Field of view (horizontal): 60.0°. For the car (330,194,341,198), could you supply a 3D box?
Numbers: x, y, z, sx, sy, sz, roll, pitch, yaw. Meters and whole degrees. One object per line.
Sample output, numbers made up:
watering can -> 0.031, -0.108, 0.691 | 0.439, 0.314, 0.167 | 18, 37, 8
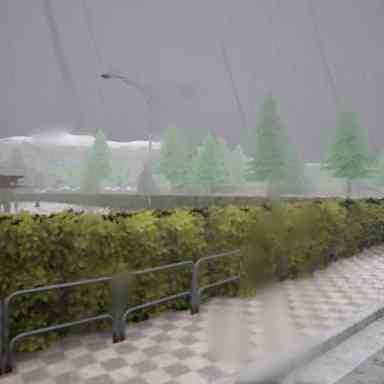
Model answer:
car -> 35.491, 1.326, 82.143 | 2.128, 1.511, 4.902 | 0, 0, 5

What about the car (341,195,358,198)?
car -> 34.649, 1.433, 72.234 | 1.994, 1.385, 4.181 | 0, 0, 5
